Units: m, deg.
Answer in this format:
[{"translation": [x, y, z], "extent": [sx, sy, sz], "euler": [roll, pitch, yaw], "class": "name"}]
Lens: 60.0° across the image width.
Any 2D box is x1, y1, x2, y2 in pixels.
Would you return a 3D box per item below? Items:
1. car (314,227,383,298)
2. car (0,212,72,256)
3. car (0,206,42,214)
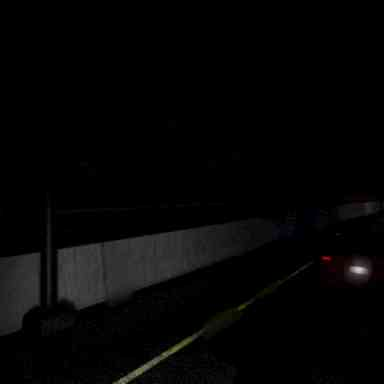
[{"translation": [4.565, 1.581, 8.491], "extent": [1.994, 1.385, 4.181], "euler": [0, 0, 35], "class": "car"}, {"translation": [-6.421, 1.594, 11.416], "extent": [1.994, 1.385, 4.181], "euler": [0, 0, 35], "class": "car"}, {"translation": [-7.980, 1.532, 15.305], "extent": [2.128, 1.511, 4.902], "euler": [0, 0, 35], "class": "car"}]
